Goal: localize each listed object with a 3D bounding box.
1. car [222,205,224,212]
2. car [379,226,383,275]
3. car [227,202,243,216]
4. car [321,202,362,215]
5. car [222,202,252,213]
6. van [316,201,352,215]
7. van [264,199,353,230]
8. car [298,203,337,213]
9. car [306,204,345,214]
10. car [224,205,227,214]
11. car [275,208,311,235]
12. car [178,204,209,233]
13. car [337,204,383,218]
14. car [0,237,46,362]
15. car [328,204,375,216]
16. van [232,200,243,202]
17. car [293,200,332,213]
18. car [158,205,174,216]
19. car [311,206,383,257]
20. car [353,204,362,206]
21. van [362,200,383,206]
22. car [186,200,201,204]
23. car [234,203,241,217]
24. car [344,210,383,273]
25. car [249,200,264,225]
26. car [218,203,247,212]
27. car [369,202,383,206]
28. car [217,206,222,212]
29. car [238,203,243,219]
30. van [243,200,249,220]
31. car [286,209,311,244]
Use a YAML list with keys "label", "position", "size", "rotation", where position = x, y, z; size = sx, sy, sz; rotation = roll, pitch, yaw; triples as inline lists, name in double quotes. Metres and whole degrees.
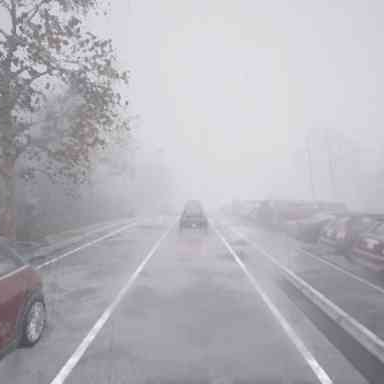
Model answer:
- label: "car"
  position: [7.162, 2.485, 47.950]
  size: [4.792, 1.488, 2.163]
  rotation: [0, -2, 0]
- label: "car"
  position: [6.853, 1.576, 6.339]
  size: [5.366, 1.575, 1.946]
  rotation: [0, -1, 0]
- label: "car"
  position: [7.119, 2.223, 39.626]
  size: [5.008, 1.535, 2.097]
  rotation: [0, -2, 0]
- label: "car"
  position: [20.174, 2.244, 44.952]
  size: [4.553, 1.767, 2.185]
  rotation: [0, -2, 0]
- label: "car"
  position: [7.176, 2.487, 53.500]
  size: [4.553, 1.767, 2.185]
  rotation: [0, -2, 0]
- label: "van"
  position: [20.329, 2.221, 47.723]
  size: [4.442, 1.987, 1.878]
  rotation: [0, -2, 0]
- label: "van"
  position: [6.953, 1.516, 20.222]
  size: [4.442, 1.987, 1.878]
  rotation: [0, -1, 0]
- label: "car"
  position: [20.039, 2.600, 53.254]
  size: [5.366, 1.575, 1.946]
  rotation: [0, -2, 0]
- label: "car"
  position: [20.212, 2.525, 50.487]
  size: [4.892, 1.521, 2.231]
  rotation: [0, -2, 0]
- label: "car"
  position: [7.129, 2.418, 45.175]
  size: [4.674, 1.452, 2.002]
  rotation: [0, -2, 0]
- label: "car"
  position: [7.066, 1.749, 17.442]
  size: [4.674, 1.452, 2.002]
  rotation: [0, -1, 0]
- label: "car"
  position: [0.114, 1.832, 22.419]
  size: [2.128, 1.511, 4.902]
  rotation: [0, -1, 0]
- label: "car"
  position: [20.188, 2.215, 39.409]
  size: [5.008, 1.535, 2.097]
  rotation: [0, -2, 0]
- label: "car"
  position: [-3.348, 1.394, 3.350]
  size: [2.097, 1.767, 4.553]
  rotation: [0, -1, 0]
- label: "car"
  position: [20.194, 2.296, 42.304]
  size: [5.008, 1.535, 2.097]
  rotation: [0, -2, 0]
- label: "van"
  position: [7.237, 2.075, 42.407]
  size: [4.442, 1.987, 1.878]
  rotation: [0, -2, 0]
- label: "car"
  position: [20.258, 2.435, 56.028]
  size: [5.566, 2.045, 2.435]
  rotation: [0, -2, 0]
- label: "car"
  position: [-3.298, 2.393, 43.511]
  size: [2.033, 1.411, 5.357]
  rotation: [0, -2, 0]
- label: "car"
  position: [7.019, 1.518, 11.892]
  size: [4.553, 1.767, 2.185]
  rotation: [0, -1, 0]
- label: "car"
  position: [20.181, 2.139, 36.640]
  size: [4.892, 1.521, 2.231]
  rotation: [0, -2, 0]
- label: "van"
  position: [20.297, 1.835, 33.877]
  size: [4.442, 1.987, 1.878]
  rotation: [0, -2, 0]
- label: "car"
  position: [0.140, 1.981, 40.417]
  size: [2.150, 2.045, 5.566]
  rotation: [0, -2, 0]
- label: "car"
  position: [7.071, 2.098, 34.076]
  size: [4.792, 1.488, 2.163]
  rotation: [0, -2, 0]
- label: "car"
  position: [7.013, 1.486, 9.116]
  size: [4.553, 1.767, 2.185]
  rotation: [0, -1, 0]
- label: "car"
  position: [7.104, 1.524, 22.998]
  size: [5.566, 2.045, 2.435]
  rotation: [0, -1, 0]
- label: "car"
  position: [7.163, 2.791, 59.043]
  size: [4.892, 1.521, 2.231]
  rotation: [0, -2, 0]
- label: "car"
  position: [19.990, 1.981, 31.101]
  size: [5.366, 1.575, 1.946]
  rotation: [0, -2, 0]
- label: "car"
  position: [7.111, 2.281, 50.733]
  size: [5.566, 2.045, 2.435]
  rotation: [0, -2, 0]
- label: "car"
  position: [7.097, 2.031, 31.299]
  size: [4.674, 1.452, 2.002]
  rotation: [0, -2, 0]
- label: "van"
  position: [6.972, 1.688, 28.532]
  size: [4.442, 1.987, 1.878]
  rotation: [0, -2, 0]
- label: "car"
  position: [7.052, 1.677, 14.667]
  size: [5.008, 1.535, 2.097]
  rotation: [0, -1, 0]
